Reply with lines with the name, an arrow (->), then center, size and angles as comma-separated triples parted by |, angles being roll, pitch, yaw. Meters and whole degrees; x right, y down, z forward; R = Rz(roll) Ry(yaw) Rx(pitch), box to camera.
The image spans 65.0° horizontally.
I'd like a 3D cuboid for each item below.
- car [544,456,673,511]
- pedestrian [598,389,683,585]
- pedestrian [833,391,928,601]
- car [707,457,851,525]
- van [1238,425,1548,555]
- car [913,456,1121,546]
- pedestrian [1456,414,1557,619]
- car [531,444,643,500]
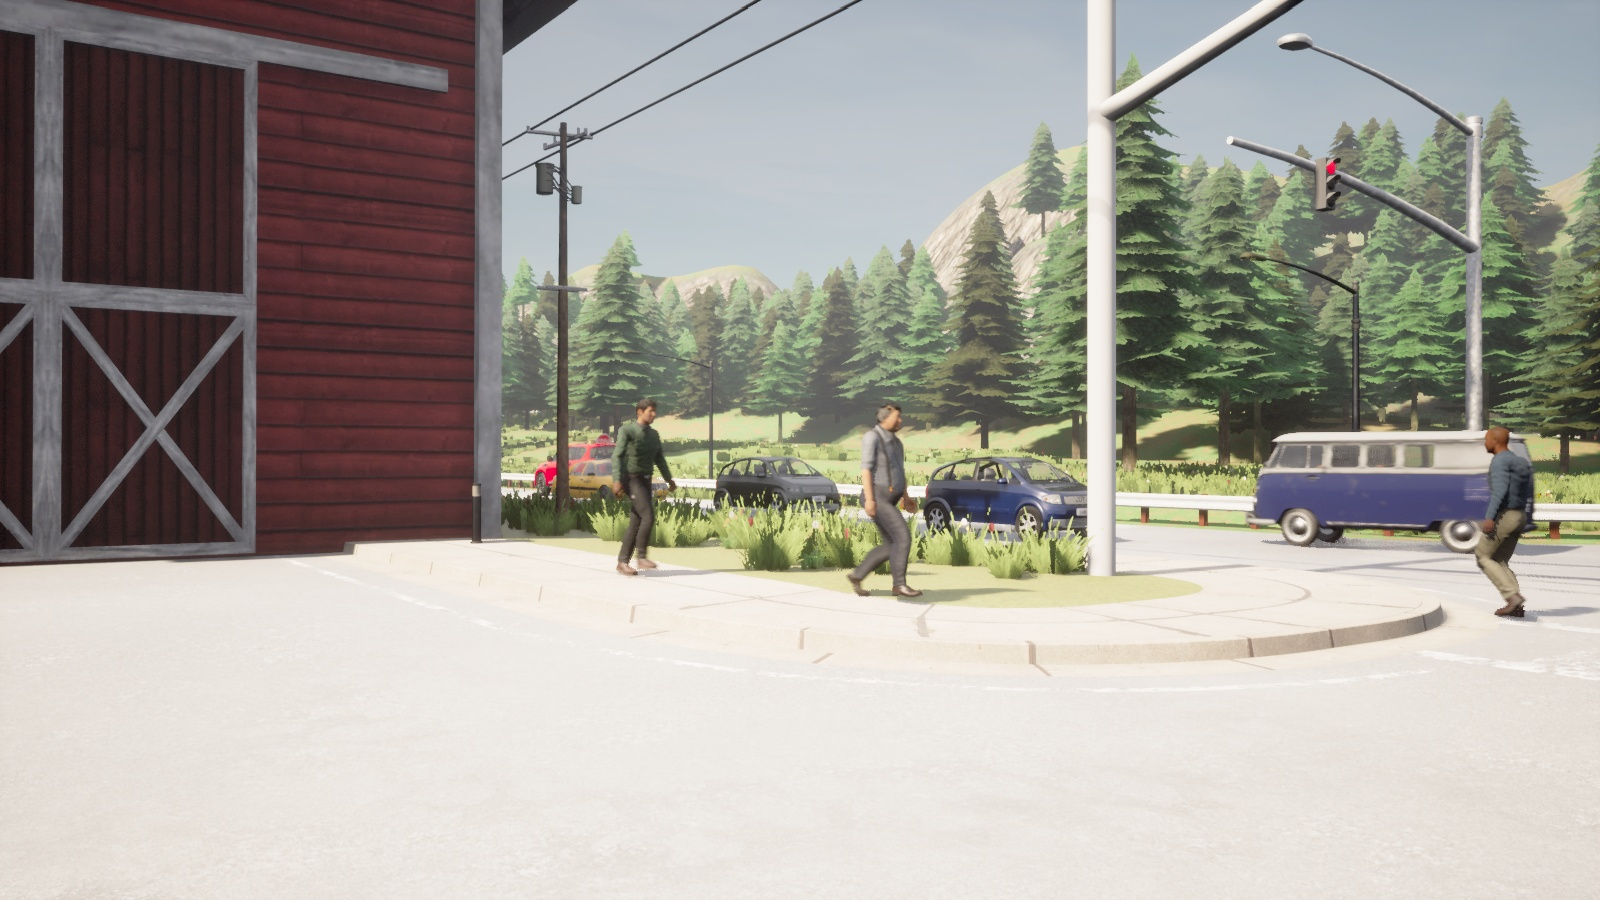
car -> -5.979, 0.969, 38.589 | 1.801, 1.575, 5.366 | 0, 0, -34
pedestrian -> -1.646, 0.374, 12.913 | 0.788, 1.949, 0.423 | 0, 0, 37
pedestrian -> 0.734, 0.406, 11.412 | 0.694, 1.848, 0.540 | 0, 0, 28
car -> -0.571, 0.945, 30.515 | 1.789, 1.549, 3.705 | 0, 0, -34
van -> 10.003, 0.632, 21.386 | 4.442, 1.987, 1.775 | -1, 0, 40
car -> 4.009, 0.891, 23.679 | 1.789, 1.549, 3.705 | 0, 0, -34
pedestrian -> 6.560, 0.600, 11.672 | 0.370, 1.835, 0.726 | 0, 0, -35
car -> -8.284, 0.815, 48.326 | 2.150, 2.045, 5.566 | 0, 0, -34
